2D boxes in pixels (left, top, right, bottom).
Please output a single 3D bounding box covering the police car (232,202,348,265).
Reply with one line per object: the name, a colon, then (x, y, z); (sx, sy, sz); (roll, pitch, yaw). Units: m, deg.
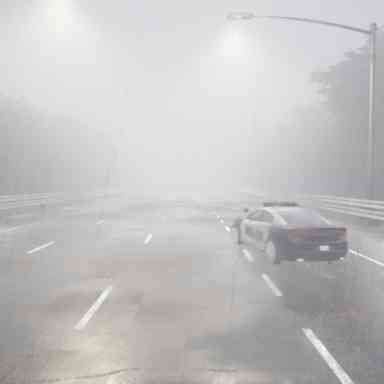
police car: (2.777, 1.141, 10.789); (1.930, 1.638, 5.238); (0, 1, -11)
